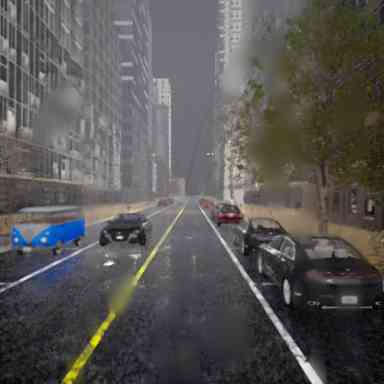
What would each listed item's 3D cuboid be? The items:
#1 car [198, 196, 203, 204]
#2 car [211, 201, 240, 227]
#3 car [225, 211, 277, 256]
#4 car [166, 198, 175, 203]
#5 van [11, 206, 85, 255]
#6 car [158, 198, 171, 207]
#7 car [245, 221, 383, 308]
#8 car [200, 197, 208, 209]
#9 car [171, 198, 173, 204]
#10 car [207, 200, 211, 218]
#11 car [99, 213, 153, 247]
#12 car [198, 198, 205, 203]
[{"bbox_3d":[2.702,2.155,70.486,1.947,1.339,4.313,0,0,0],"label":"car"},{"bbox_3d":[2.695,1.665,24.949,1.967,1.590,4.097,0,0,0],"label":"car"},{"bbox_3d":[2.693,1.678,13.563,2.008,1.369,4.403,0,0,0],"label":"car"},{"bbox_3d":[-5.676,2.279,87.572,1.947,1.339,4.313,0,0,0],"label":"car"},{"bbox_3d":[-5.687,1.470,13.570,1.690,1.788,3.998,0,-1,0],"label":"van"},{"bbox_3d":[-5.679,2.093,64.801,1.887,1.381,4.507,0,0,0],"label":"car"},{"bbox_3d":[2.692,1.627,7.871,2.008,1.369,4.403,0,-1,0],"label":"car"},{"bbox_3d":[2.699,2.005,53.410,1.887,1.381,4.507,0,0,0],"label":"car"},{"bbox_3d":[-5.679,2.172,70.495,1.802,1.307,4.206,0,0,0],"label":"car"},{"bbox_3d":[2.696,1.714,30.641,1.967,1.590,4.097,0,0,0],"label":"car"},{"bbox_3d":[-2.997,1.712,15.819,1.994,1.385,4.181,0,-1,0],"label":"car"},{"bbox_3d":[2.705,2.317,93.254,1.947,1.339,4.313,0,0,0],"label":"car"}]
